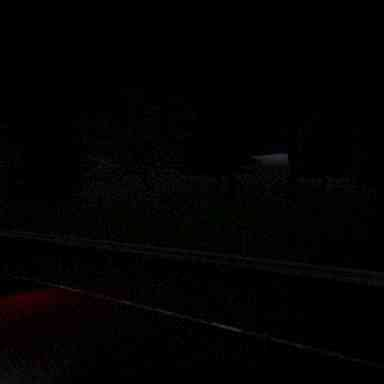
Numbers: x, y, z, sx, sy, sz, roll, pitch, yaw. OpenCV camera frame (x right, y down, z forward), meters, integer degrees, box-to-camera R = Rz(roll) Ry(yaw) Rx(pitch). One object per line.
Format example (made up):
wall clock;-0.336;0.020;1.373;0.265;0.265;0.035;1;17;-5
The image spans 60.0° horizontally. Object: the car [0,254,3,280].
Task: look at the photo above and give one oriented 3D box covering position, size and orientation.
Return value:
car;-6.517;1.618;8.191;4.674;1.442;1.812;-1;0;33
